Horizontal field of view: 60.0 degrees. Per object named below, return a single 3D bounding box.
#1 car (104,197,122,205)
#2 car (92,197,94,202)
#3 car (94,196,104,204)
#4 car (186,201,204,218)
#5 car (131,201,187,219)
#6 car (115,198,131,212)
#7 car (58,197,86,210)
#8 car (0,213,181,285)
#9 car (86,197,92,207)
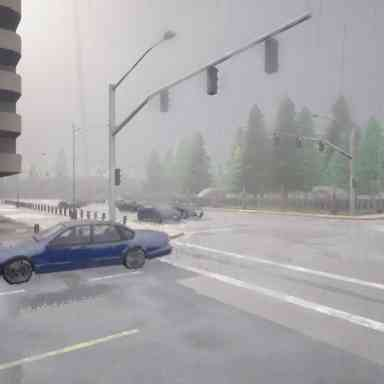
[{"bbox_3d":[-13.237,1.581,58.568,1.812,1.442,4.674,0,0,-36],"label":"car"},{"bbox_3d":[-20.812,1.656,62.924,1.895,1.301,4.718,0,0,-36],"label":"car"},{"bbox_3d":[-18.741,1.547,66.014,2.128,1.511,4.902,0,0,-36],"label":"car"},{"bbox_3d":[-0.904,1.547,29.690,2.128,1.511,4.902,0,0,-36],"label":"car"},{"bbox_3d":[-2.706,1.582,26.264,1.812,1.442,4.674,0,0,-38],"label":"car"},{"bbox_3d":[-6.681,1.656,37.526,1.895,1.301,4.718,0,0,-36],"label":"car"},{"bbox_3d":[-16.596,1.603,45.096,2.033,1.411,5.357,0,0,-36],"label":"car"},{"bbox_3d":[-3.213,1.547,9.621,5.357,1.411,2.033,0,0,-31],"label":"car"},{"bbox_3d":[-18.171,1.656,53.204,1.895,1.301,4.718,0,0,-36],"label":"car"}]
